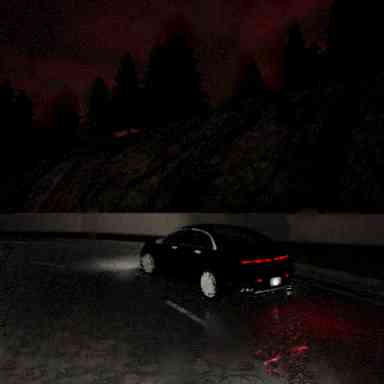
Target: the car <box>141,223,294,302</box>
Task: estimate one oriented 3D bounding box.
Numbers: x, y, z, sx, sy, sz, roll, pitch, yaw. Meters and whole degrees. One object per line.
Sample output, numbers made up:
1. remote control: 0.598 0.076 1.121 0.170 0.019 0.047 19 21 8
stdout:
1. car: 0.324 1.581 8.635 1.837 1.490 4.892 1 -2 -34
